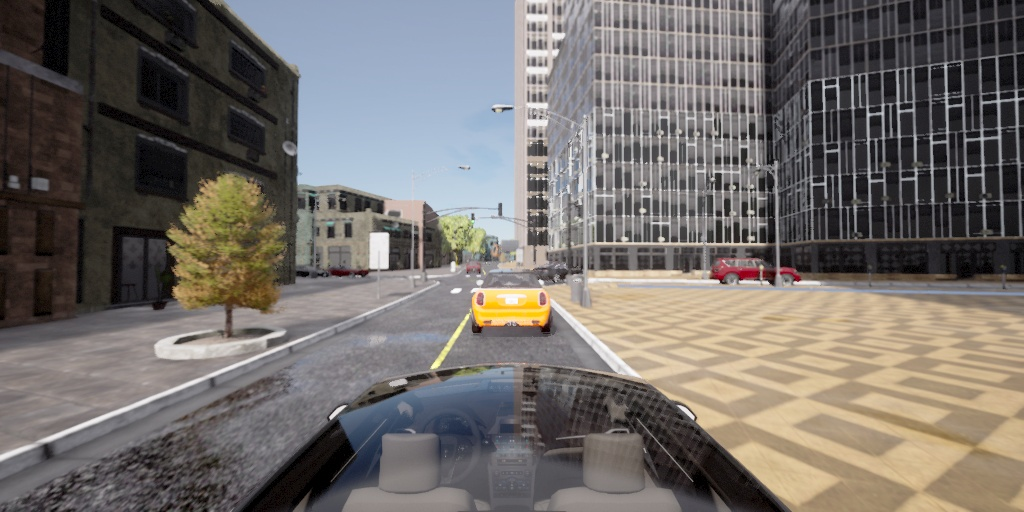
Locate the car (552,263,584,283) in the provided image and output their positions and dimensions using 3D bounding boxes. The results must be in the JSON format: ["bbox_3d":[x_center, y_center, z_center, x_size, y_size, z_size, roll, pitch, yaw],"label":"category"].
[{"bbox_3d":[3.787,1.320,27.940,4.902,1.511,2.128,1,-2,-40],"label":"car"}]

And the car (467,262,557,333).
[{"bbox_3d":[-0.051,1.164,11.118,2.097,1.767,4.553,0,0,-1],"label":"car"}]

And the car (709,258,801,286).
[{"bbox_3d":[15.873,1.073,23.741,5.009,1.841,2.192,0,0,18],"label":"car"}]

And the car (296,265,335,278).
[{"bbox_3d":[-20.396,1.541,35.812,4.313,1.339,1.948,0,0,18],"label":"car"}]

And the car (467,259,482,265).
[{"bbox_3d":[-5.221,1.543,48.956,1.882,1.535,5.008,0,0,-6],"label":"car"}]

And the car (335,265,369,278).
[{"bbox_3d":[-17.316,1.619,37.409,4.718,1.301,1.895,0,-1,18],"label":"car"}]
